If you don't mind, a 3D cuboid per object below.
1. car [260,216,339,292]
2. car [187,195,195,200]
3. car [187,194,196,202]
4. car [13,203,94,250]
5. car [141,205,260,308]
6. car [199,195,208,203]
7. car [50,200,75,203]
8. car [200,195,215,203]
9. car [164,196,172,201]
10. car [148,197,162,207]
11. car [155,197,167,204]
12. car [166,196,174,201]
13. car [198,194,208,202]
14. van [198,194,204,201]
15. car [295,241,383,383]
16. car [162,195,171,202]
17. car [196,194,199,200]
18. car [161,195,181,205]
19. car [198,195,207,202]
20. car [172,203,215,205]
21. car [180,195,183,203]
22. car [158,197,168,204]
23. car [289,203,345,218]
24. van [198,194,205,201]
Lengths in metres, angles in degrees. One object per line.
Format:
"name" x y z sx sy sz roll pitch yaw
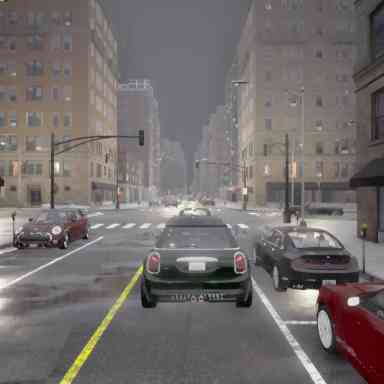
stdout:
"car" 2.697 1.553 8.700 2.008 1.369 4.403 0 0 0
"car" -0.259 1.543 90.105 1.994 1.385 4.181 0 0 0
"car" -0.189 1.707 80.130 1.895 1.301 4.718 0 0 0
"car" -5.815 1.445 14.209 1.967 1.590 4.097 0 0 0
"car" 0.069 1.355 8.097 2.097 1.767 4.553 0 0 -1
"car" 2.520 1.541 74.656 1.967 1.590 4.097 0 0 0
"car" -11.348 1.478 30.264 4.674 1.442 1.812 0 0 0
"car" 2.673 1.590 52.627 1.887 1.381 4.507 0 0 0
"car" -6.082 1.721 85.619 1.802 1.307 4.206 0 0 0
"car" -5.852 1.595 52.571 2.008 1.369 4.403 0 0 0
"car" -5.929 1.613 63.587 1.887 1.381 4.507 0 0 0
"car" -6.121 1.728 91.127 1.947 1.339 4.313 0 0 0
"car" 2.595 1.595 63.811 1.752 1.417 4.829 0 0 0
"van" 2.405 1.504 91.176 1.690 1.788 3.998 0 0 0
"car" 2.683 1.545 3.209 1.887 1.381 4.507 0 0 0
"car" -6.043 1.559 80.111 1.967 1.590 4.097 0 0 0
"car" 2.559 1.399 69.148 2.192 1.841 5.009 0 0 0
"car" -3.073 1.588 50.245 2.033 1.411 5.357 0 0 -1
"car" 2.482 1.559 80.162 1.967 1.590 4.097 0 0 0
"car" 0.137 1.497 15.400 2.128 1.511 4.902 0 0 0
"car" -3.125 1.661 60.063 1.895 1.301 4.718 0 0 0
"car" -5.968 1.665 69.095 1.802 1.307 4.206 0 0 0
"car" 11.277 1.653 30.336 4.718 1.301 1.895 0 0 0
"van" 2.444 1.481 85.670 1.690 1.788 3.998 0 0 0
